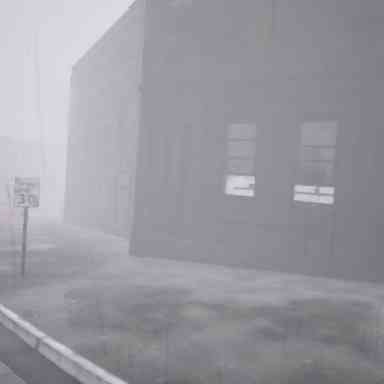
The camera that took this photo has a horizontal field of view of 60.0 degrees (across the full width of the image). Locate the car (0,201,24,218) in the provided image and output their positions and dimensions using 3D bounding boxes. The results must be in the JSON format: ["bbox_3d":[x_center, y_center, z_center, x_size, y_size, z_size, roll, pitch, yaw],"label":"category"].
[{"bbox_3d":[-19.534,1.776,35.581,2.097,1.767,4.553,4,-2,-5],"label":"car"}]
